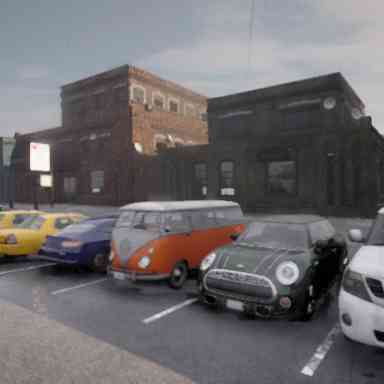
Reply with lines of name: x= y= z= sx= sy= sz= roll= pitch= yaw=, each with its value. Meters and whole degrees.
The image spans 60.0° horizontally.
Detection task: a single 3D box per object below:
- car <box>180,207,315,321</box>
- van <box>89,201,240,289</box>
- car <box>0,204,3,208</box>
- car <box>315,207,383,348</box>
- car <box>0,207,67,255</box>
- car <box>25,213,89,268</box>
car: x=2.038 y=1.348 z=7.539 sx=2.185 sy=1.767 sz=4.553 roll=0 pitch=0 yaw=36
van: x=-0.293 y=1.240 z=9.020 sx=1.878 sy=1.987 sz=4.442 roll=0 pitch=0 yaw=36
car: x=-6.854 y=1.428 z=14.072 sx=1.946 sy=1.575 sz=5.366 roll=0 pitch=0 yaw=36
car: x=4.249 y=1.229 z=5.888 sx=2.435 sy=2.045 sz=5.566 roll=0 pitch=0 yaw=36
car: x=-4.608 y=1.442 z=12.469 sx=1.946 sy=1.575 sz=5.366 roll=0 pitch=0 yaw=36
car: x=-2.473 y=1.496 z=10.716 sx=2.002 sy=1.452 sz=4.674 roll=0 pitch=0 yaw=36
